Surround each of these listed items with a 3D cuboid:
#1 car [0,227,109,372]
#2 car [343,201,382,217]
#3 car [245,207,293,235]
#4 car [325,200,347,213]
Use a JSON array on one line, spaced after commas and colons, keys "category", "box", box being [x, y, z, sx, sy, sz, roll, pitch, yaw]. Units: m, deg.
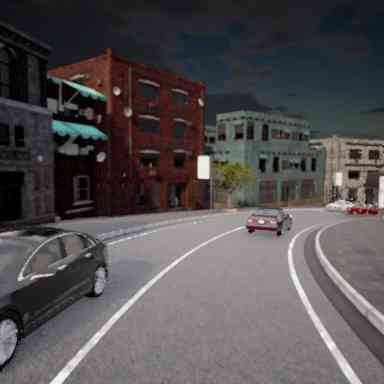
[{"category": "car", "box": [-3.000, 1.442, 5.675, 1.837, 1.490, 4.892, 1, 0, 8]}, {"category": "car", "box": [19.787, 2.086, 38.039, 4.718, 1.301, 1.895, 2, 3, -37]}, {"category": "car", "box": [4.623, 1.610, 19.399, 2.033, 1.411, 5.357, 3, 1, 25]}, {"category": "car", "box": [18.599, 1.784, 41.636, 4.674, 1.442, 1.812, 2, 3, -35]}]
